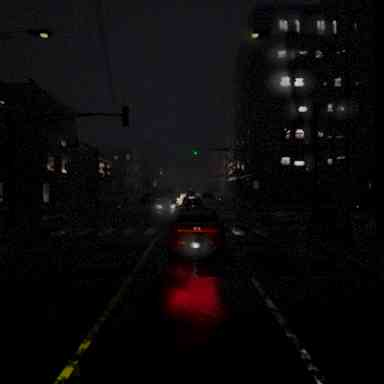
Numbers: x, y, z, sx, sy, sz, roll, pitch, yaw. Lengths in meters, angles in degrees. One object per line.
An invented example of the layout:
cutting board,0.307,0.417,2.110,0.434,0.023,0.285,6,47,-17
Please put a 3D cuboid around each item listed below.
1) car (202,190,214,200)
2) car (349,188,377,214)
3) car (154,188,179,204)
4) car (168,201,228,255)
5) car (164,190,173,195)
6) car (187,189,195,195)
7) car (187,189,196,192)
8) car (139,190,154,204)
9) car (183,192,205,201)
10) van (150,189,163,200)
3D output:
car,2.582,0.449,55.129,1.967,1.590,4.097,1,1,0
car,15.339,0.627,26.637,5.566,2.045,2.150,-1,0,0
car,-3.183,0.442,43.346,2.150,2.045,5.566,0,1,0
car,0.241,1.284,12.223,1.837,1.490,4.892,0,1,3
car,-5.865,0.084,83.481,1.802,1.307,4.206,1,1,0
car,-0.184,-0.111,81.784,1.812,1.442,4.674,0,1,0
car,-0.161,0.256,71.780,1.994,1.385,4.181,0,1,0
car,-5.851,0.759,43.684,1.887,1.381,4.507,1,1,0
car,0.023,0.987,34.117,1.895,1.301,4.718,0,1,0
van,-5.796,0.352,55.048,1.690,1.788,3.998,1,1,0
